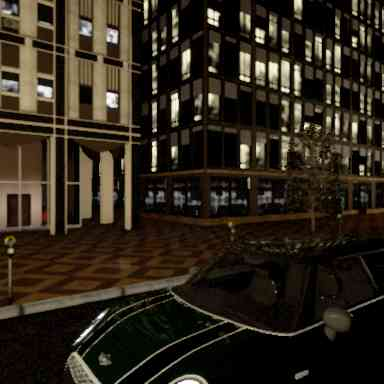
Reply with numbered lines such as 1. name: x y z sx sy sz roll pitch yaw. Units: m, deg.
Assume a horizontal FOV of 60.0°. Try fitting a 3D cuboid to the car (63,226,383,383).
1. car: 0.984 1.357 3.788 4.553 1.767 2.097 0 0 -36
